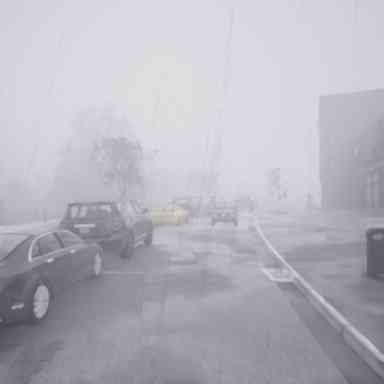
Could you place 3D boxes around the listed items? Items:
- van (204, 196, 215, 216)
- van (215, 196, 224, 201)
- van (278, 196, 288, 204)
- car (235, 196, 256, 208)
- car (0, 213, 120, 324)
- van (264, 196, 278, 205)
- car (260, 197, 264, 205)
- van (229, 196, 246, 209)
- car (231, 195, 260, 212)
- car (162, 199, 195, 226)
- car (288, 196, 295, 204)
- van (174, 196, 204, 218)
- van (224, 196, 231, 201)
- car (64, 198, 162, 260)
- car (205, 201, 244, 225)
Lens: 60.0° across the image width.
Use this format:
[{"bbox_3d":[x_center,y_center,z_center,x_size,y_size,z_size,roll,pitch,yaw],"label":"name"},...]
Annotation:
[{"bbox_3d":[0.779,1.433,34.827,1.878,1.987,4.442,-2,0,15],"label":"van"},{"bbox_3d":[2.219,1.490,40.230,1.878,1.987,4.442,-2,0,15],"label":"van"},{"bbox_3d":[22.430,2.072,84.747,1.878,1.987,4.442,-2,0,28],"label":"van"},{"bbox_3d":[9.876,1.749,61.120,2.435,2.045,5.566,-2,0,22],"label":"car"},{"bbox_3d":[-3.407,1.496,7.101,2.231,1.521,4.892,-3,0,3],"label":"car"},{"bbox_3d":[17.481,1.972,76.113,1.878,1.987,4.442,-2,0,28],"label":"van"},{"bbox_3d":[12.264,2.112,66.140,2.002,1.452,4.674,-2,0,26],"label":"car"},{"bbox_3d":[7.697,1.699,56.068,1.878,1.987,4.442,-2,0,21],"label":"van"},{"bbox_3d":[6.849,1.447,42.183,2.150,2.045,5.566,-1,-1,17],"label":"car"},{"bbox_3d":[-1.485,1.565,23.949,1.946,1.575,5.366,-2,0,11],"label":"car"},{"bbox_3d":[25.756,2.390,90.343,2.163,1.488,4.792,-2,0,29],"label":"car"},{"bbox_3d":[-0.473,1.385,29.375,1.878,1.987,4.442,-3,0,9],"label":"van"},{"bbox_3d":[3.830,1.553,45.572,1.878,1.987,4.442,-2,0,16],"label":"van"},{"bbox_3d":[-2.992,1.261,12.712,2.435,2.045,5.566,-3,0,5],"label":"car"},{"bbox_3d":[2.533,1.622,24.501,2.033,1.411,5.357,0,0,10],"label":"car"}]
